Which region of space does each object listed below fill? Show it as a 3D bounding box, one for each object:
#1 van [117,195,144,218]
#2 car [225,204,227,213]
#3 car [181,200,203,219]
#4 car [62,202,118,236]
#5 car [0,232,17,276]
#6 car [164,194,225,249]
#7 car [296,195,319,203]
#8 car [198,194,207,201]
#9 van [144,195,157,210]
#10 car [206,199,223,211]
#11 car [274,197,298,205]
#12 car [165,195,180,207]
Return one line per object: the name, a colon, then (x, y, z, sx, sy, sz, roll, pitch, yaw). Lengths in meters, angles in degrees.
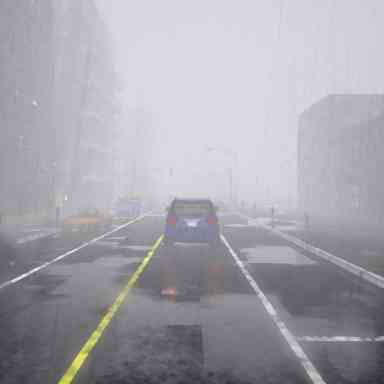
van: (-5.705, 1.318, 29.901, 1.690, 1.788, 3.998, -1, 0, 0)
car: (2.679, 1.515, 35.519, 1.887, 1.381, 4.507, -1, 0, 0)
car: (0.000, 1.495, 29.655, 1.837, 1.490, 4.892, 0, 0, 0)
car: (-5.702, 1.514, 18.571, 1.752, 1.417, 4.829, -1, 0, 0)
car: (-5.702, 1.562, 7.579, 1.947, 1.339, 4.313, -1, 0, 0)
car: (0.000, 1.250, 14.681, 2.150, 2.045, 5.566, 0, 0, 0)
car: (23.377, 1.415, 67.396, 4.097, 1.590, 1.967, 0, 1, 1)
car: (2.646, 1.326, 84.809, 1.967, 1.590, 4.097, -1, 0, 0)
van: (-5.704, 1.304, 41.064, 1.690, 1.788, 3.998, -1, 0, 0)
car: (2.680, 1.545, 41.099, 1.802, 1.307, 4.206, -1, 0, 0)
car: (16.718, 1.639, 58.850, 4.403, 1.369, 2.008, 0, 1, 1)
car: (-3.000, 1.354, 51.686, 2.097, 1.767, 4.553, 0, 0, 0)
